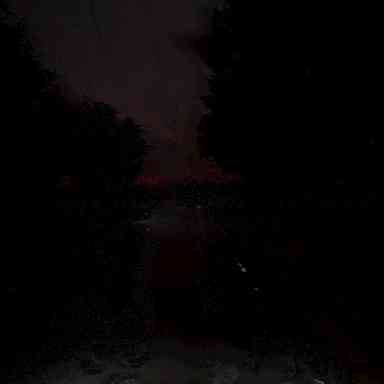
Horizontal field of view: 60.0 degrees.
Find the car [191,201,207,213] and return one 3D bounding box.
[{"bbox_3d":[1.055,1.952,44.303,1.801,1.575,5.366,0,-1,0],"label":"car"}]

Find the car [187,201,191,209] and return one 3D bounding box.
[{"bbox_3d":[0.008,2.405,62.657,1.994,1.385,4.181,0,-1,0],"label":"car"}]

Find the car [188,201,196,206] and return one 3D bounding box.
[{"bbox_3d":[0.011,2.829,83.729,1.895,1.301,4.718,0,-1,0],"label":"car"}]

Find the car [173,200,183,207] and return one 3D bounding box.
[{"bbox_3d":[-2.991,2.490,71.739,1.837,1.490,4.892,0,-1,0],"label":"car"}]

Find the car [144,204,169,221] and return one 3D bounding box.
[{"bbox_3d":[-3.099,1.796,30.270,2.033,1.411,5.357,0,-1,0],"label":"car"}]
